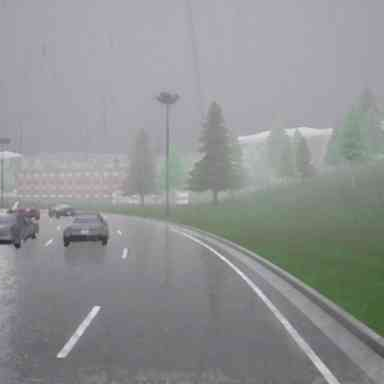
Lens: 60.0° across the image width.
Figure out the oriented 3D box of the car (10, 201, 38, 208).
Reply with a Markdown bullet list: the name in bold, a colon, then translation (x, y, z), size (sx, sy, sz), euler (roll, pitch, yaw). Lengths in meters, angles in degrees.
- **car**: translation (-15.530, 1.644, 30.688), size (2.097, 1.767, 4.553), euler (0, -1, -35)

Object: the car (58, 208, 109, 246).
- **car**: translation (-5.146, 1.722, 16.452), size (1.994, 1.385, 4.181), euler (0, -1, -14)

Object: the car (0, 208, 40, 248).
- **car**: translation (-8.467, 1.695, 15.310), size (2.033, 1.411, 5.357), euler (0, -1, -14)

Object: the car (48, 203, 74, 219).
- **car**: translation (-12.827, 1.840, 32.933), size (1.812, 1.442, 4.674), euler (0, -1, -35)
